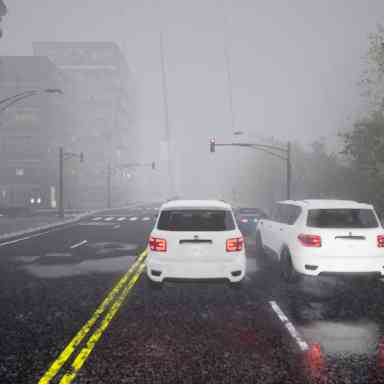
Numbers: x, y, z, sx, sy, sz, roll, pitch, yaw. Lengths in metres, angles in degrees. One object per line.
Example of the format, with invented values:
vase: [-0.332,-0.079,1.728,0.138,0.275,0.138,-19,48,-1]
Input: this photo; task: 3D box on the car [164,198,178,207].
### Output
car: [-3.280,1.620,52.778,1.895,1.301,4.718,0,0,0]

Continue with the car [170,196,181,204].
car: [-3.224,1.555,64.733,1.812,1.442,4.674,0,0,1]

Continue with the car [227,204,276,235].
car: [3.374,1.551,19.965,2.033,1.411,5.357,0,0,0]

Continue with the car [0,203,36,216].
car: [-19.033,1.845,34.868,4.718,1.301,1.895,-1,0,-3]

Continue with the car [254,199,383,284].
car: [3.362,1.222,9.735,2.150,2.045,5.566,0,0,0]

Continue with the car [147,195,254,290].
car: [0.108,1.222,9.212,2.150,2.045,5.566,0,0,1]

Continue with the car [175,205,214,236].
car: [0.123,1.551,19.768,2.033,1.411,5.357,0,0,0]

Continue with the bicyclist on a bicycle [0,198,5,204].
bicyclist on a bicycle: [-24.828,1.591,43.517,0.582,1.620,1.656,-1,0,-1]

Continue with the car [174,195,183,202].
car: [-3.163,1.541,76.432,1.837,1.490,4.892,0,0,0]
